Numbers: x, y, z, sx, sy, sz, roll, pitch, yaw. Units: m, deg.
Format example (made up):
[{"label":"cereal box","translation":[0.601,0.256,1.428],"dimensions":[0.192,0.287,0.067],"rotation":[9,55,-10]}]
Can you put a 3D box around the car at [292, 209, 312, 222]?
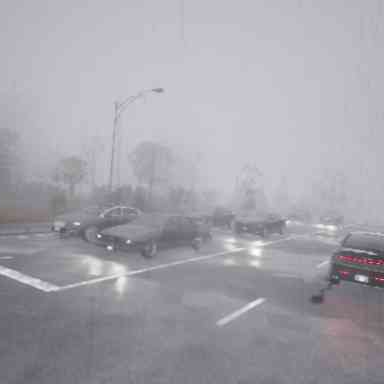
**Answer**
[{"label":"car","translation":[12.934,2.756,39.928],"dimensions":[2.033,1.411,5.357],"rotation":[4,0,35]}]

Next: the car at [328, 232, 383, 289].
[{"label":"car","translation":[5.546,1.992,10.180],"dimensions":[1.837,1.490,4.892],"rotation":[4,0,34]}]

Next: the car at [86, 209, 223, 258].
[{"label":"car","translation":[-1.144,1.539,12.937],"dimensions":[2.033,1.411,5.357],"rotation":[4,0,34]}]

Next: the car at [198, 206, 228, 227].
[{"label":"car","translation":[1.317,1.713,22.823],"dimensions":[1.882,1.535,5.008],"rotation":[4,0,34]}]

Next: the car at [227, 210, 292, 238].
[{"label":"car","translation":[4.458,1.939,21.230],"dimensions":[1.882,1.535,5.008],"rotation":[4,0,34]}]

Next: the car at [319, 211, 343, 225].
[{"label":"car","translation":[16.162,2.933,38.449],"dimensions":[2.128,1.511,4.902],"rotation":[4,-1,35]}]

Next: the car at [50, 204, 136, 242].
[{"label":"car","translation":[-3.910,1.289,15.078],"dimensions":[2.128,1.511,4.902],"rotation":[4,0,34]}]
